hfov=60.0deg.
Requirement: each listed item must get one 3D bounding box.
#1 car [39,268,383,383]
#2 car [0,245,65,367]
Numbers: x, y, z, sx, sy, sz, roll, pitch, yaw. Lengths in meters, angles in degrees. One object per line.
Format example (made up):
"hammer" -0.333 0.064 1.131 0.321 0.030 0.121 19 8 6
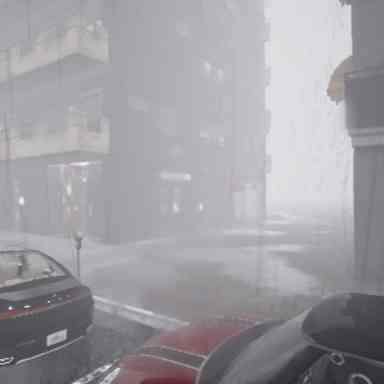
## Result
"car" 1.116 1.439 2.095 4.097 1.590 1.967 0 -1 35
"car" -3.421 1.532 5.323 4.403 1.369 2.008 0 -1 35
